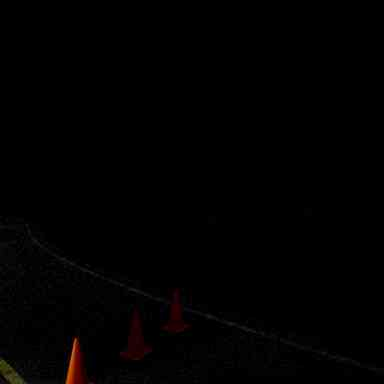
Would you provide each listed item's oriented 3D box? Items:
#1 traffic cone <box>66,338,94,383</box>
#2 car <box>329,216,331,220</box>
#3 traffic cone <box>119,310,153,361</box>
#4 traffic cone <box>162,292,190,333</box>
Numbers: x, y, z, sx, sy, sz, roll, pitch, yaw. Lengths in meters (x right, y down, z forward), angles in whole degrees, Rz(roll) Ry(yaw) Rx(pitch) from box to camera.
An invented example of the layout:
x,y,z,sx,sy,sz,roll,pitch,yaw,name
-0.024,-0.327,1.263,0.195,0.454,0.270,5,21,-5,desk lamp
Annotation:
x,y,z,sx,sy,sz,roll,pitch,yaw,name
-1.296,1.945,3.750,0.340,0.580,0.340,1,1,31,traffic cone
35.617,6.632,82.739,1.851,1.617,3.988,-4,-3,4,car
-0.776,1.938,4.601,0.340,0.580,0.340,1,1,32,traffic cone
-0.257,1.931,5.451,0.340,0.580,0.340,1,1,31,traffic cone
